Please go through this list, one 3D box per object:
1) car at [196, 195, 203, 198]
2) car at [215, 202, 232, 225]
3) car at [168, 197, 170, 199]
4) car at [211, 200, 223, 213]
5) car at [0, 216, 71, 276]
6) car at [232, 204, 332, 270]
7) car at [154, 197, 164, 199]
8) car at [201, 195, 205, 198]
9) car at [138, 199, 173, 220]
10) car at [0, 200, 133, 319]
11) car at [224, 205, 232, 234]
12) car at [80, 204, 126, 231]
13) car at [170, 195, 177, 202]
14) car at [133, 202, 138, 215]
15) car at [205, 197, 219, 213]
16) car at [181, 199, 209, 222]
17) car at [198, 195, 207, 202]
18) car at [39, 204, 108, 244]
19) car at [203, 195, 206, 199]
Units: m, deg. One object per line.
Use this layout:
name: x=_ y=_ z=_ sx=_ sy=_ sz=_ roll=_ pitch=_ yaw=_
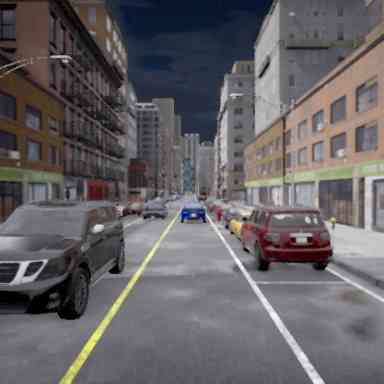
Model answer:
car: x=2.868 y=1.713 z=87.383 sx=2.192 sy=1.841 sz=5.009 roll=-1 pitch=0 yaw=0
car: x=2.855 y=1.619 z=22.032 sx=2.008 sy=1.369 sz=4.403 roll=-1 pitch=0 yaw=0
car: x=-5.661 y=1.807 z=60.512 sx=1.947 sy=1.339 sz=4.313 roll=-1 pitch=0 yaw=0
car: x=2.857 y=1.634 z=27.529 sx=1.887 sy=1.381 sz=4.507 roll=-1 pitch=0 yaw=0
car: x=-5.671 y=1.612 z=11.041 sx=1.802 sy=1.307 sz=4.206 roll=0 pitch=0 yaw=0
car: x=2.852 y=1.346 z=11.040 sx=2.192 sy=1.841 sz=5.009 roll=-1 pitch=0 yaw=0
car: x=-5.663 y=1.653 z=55.016 sx=1.967 sy=1.590 sz=4.097 roll=-1 pitch=0 yaw=0
car: x=2.863 y=1.739 z=55.184 sx=1.752 sy=1.417 sz=4.829 roll=-1 pitch=0 yaw=0
car: x=-3.090 y=1.643 z=29.070 sx=2.033 sy=1.411 sz=5.357 roll=0 pitch=0 yaw=0
car: x=-3.043 y=1.244 z=7.767 sx=2.150 sy=2.045 sz=5.566 roll=0 pitch=0 yaw=0
car: x=2.854 y=1.574 z=16.706 sx=1.752 sy=1.417 sz=4.829 roll=-1 pitch=0 yaw=0
car: x=-5.670 y=1.592 z=21.864 sx=1.752 sy=1.417 sz=4.829 roll=-1 pitch=0 yaw=0
car: x=-5.655 y=1.964 z=87.385 sx=1.947 sy=1.339 sz=4.313 roll=-1 pitch=0 yaw=0
car: x=-5.667 y=1.656 z=33.028 sx=1.887 sy=1.381 sz=4.507 roll=-1 pitch=0 yaw=0
car: x=2.858 y=1.575 z=38.523 sx=1.967 sy=1.590 sz=4.097 roll=-1 pitch=0 yaw=0
car: x=0.104 y=1.564 z=26.851 sx=1.882 sy=1.535 sz=5.008 roll=0 pitch=0 yaw=0
car: x=2.871 y=1.746 z=92.969 sx=2.192 sy=1.841 sz=5.009 roll=-1 pitch=0 yaw=0
car: x=-5.672 y=1.488 z=16.538 sx=1.967 sy=1.590 sz=4.097 roll=-1 pitch=0 yaw=0
car: x=2.859 y=1.600 z=44.020 sx=1.967 sy=1.590 sz=4.097 roll=-1 pitch=0 yaw=0
